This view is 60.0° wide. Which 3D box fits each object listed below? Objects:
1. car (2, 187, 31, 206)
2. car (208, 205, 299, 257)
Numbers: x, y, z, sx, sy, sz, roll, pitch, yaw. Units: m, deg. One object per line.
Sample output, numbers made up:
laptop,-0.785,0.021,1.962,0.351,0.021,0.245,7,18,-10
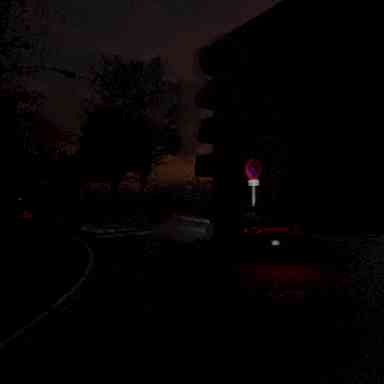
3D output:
car,-15.915,0.376,28.555,4.892,1.490,1.837,1,0,28
car,1.953,1.207,11.834,1.882,1.535,5.008,2,1,-10
